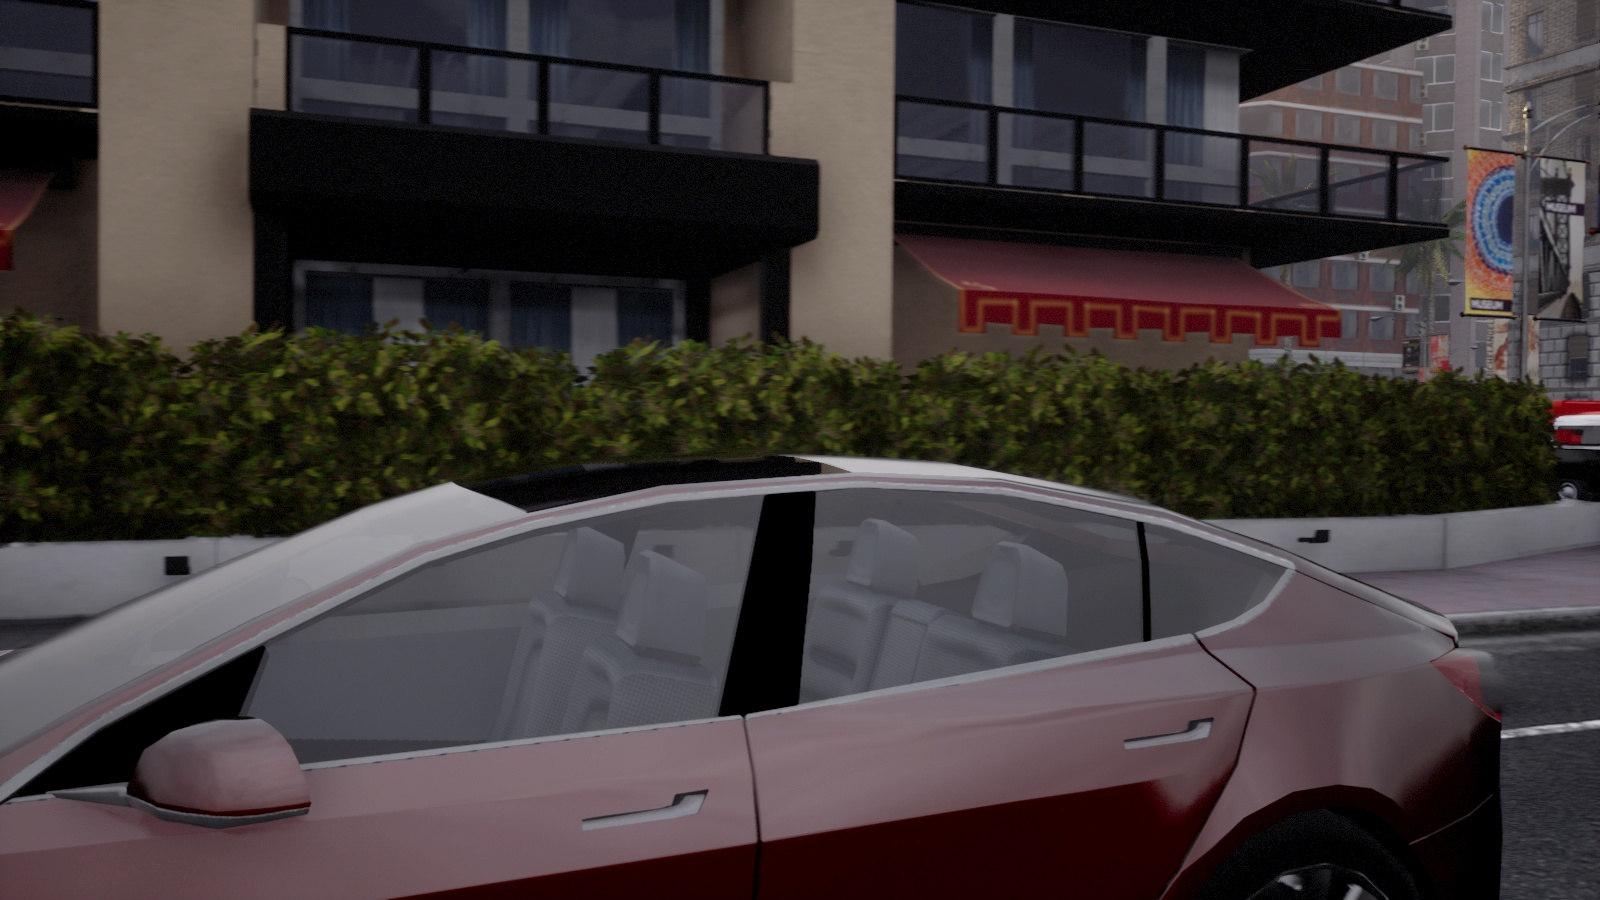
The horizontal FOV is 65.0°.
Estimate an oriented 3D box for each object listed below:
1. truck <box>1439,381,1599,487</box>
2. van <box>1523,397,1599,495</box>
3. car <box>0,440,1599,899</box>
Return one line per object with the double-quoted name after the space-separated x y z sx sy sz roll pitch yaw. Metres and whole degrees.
19.316 -0.430 31.770 2.627 2.467 5.204 -1 1 -20 "truck"
17.756 -0.103 26.049 2.069 2.038 4.480 -1 1 -20 "van"
-0.548 0.754 3.031 4.792 1.488 2.163 -1 1 -21 "car"
